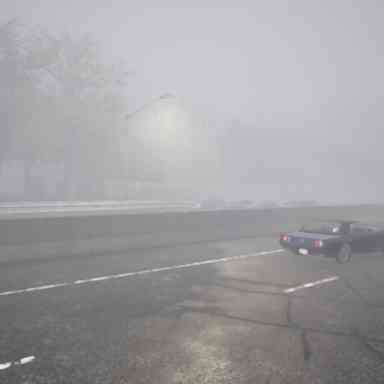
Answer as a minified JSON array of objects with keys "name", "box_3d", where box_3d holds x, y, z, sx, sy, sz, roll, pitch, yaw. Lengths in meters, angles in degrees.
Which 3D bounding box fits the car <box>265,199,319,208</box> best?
[{"name":"car","box_3d":[8.560,1.358,27.283,4.553,1.767,2.097,0,0,-35]}]

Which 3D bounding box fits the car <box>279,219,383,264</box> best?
[{"name":"car","box_3d":[5.353,1.602,11.862,4.718,1.301,1.895,0,0,-35]}]

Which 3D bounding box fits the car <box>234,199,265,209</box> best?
[{"name":"car","box_3d":[6.348,1.532,30.006,4.674,1.442,1.812,0,0,-35]}]

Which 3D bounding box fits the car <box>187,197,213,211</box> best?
[{"name":"car","box_3d":[1.695,1.357,34.915,4.553,1.767,2.097,0,0,-37]}]

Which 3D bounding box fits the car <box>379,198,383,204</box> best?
[{"name":"car","box_3d":[35.132,1.401,59.002,4.553,1.767,2.097,0,0,-35]}]

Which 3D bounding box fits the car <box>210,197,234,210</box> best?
[{"name":"car","box_3d":[4.543,1.511,33.017,4.892,1.490,1.837,0,0,-35]}]
